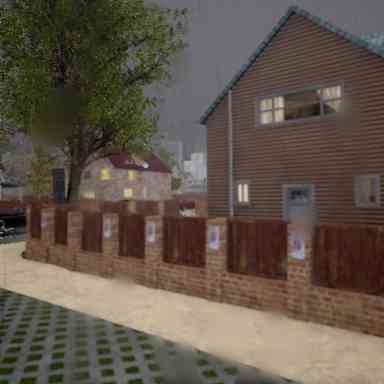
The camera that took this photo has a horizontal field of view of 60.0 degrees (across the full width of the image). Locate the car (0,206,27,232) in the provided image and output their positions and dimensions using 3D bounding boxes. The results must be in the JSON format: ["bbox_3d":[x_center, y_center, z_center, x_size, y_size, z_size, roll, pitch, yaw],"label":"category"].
[{"bbox_3d":[-10.399,1.518,19.858,1.895,1.301,4.718,-1,0,29],"label":"car"}]

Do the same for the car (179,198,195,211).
[{"bbox_3d":[-0.818,1.386,36.427,1.895,1.301,4.718,-1,0,30],"label":"car"}]

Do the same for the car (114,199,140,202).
[{"bbox_3d":[-5.690,1.357,28.028,1.837,1.490,4.892,-1,0,30],"label":"car"}]
